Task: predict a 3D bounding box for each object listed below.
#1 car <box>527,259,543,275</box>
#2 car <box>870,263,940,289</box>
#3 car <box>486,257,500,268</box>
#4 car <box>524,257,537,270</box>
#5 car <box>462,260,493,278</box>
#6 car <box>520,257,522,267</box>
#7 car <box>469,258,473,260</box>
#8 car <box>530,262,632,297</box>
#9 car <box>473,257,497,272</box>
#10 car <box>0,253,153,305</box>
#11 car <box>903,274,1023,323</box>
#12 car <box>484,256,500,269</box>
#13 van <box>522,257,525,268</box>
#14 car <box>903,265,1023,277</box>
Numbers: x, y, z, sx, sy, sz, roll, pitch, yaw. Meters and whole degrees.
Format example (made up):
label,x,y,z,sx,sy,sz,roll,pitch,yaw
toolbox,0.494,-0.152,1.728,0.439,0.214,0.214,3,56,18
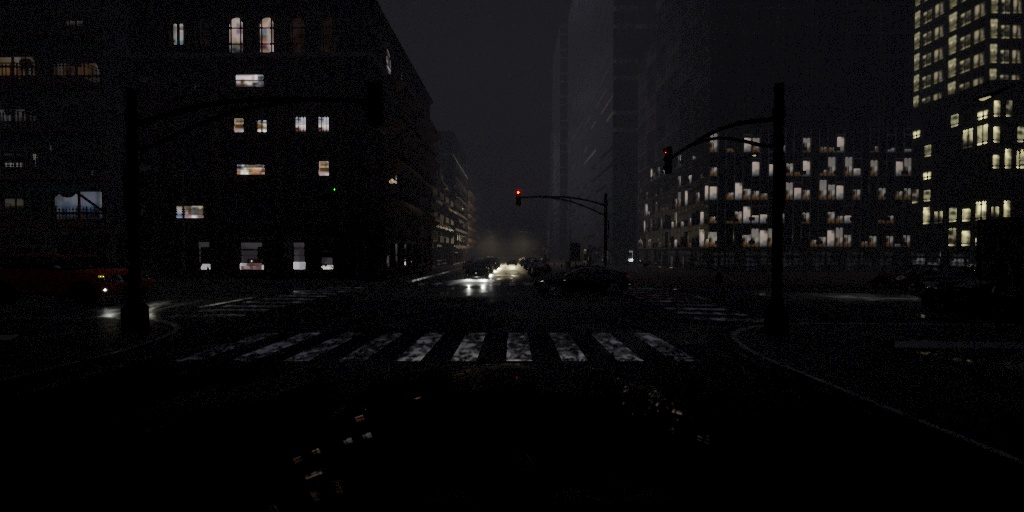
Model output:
label,x,y,z,sx,sy,sz,roll,pitch,yaw
car,2.632,1.268,32.477,1.888,1.381,4.507,0,0,0
car,23.358,1.228,20.734,4.097,1.591,1.967,0,0,1
car,-3.108,1.030,60.698,2.097,1.767,4.553,0,0,0
car,2.627,1.154,38.123,1.967,1.591,4.097,0,0,0
car,-3.115,1.286,32.816,1.994,1.385,4.181,0,0,0
car,2.613,1.233,55.061,1.888,1.381,4.507,0,0,0
car,-5.730,1.264,49.375,1.948,1.339,4.313,0,0,0
car,3.534,1.230,18.273,4.902,1.511,2.128,0,0,1
car,-3.130,1.215,41.554,1.837,1.490,4.892,0,0,0
car,-18.851,0.909,15.341,5.566,2.045,2.150,0,1,1
car,16.706,1.444,12.181,4.403,1.370,2.007,0,0,1
car,-3.124,1.048,50.790,2.097,1.767,4.553,0,0,0
van,2.618,1.039,49.415,1.690,1.789,3.998,0,0,0
car,23.423,1.324,18.001,4.902,1.511,2.128,0,1,1
